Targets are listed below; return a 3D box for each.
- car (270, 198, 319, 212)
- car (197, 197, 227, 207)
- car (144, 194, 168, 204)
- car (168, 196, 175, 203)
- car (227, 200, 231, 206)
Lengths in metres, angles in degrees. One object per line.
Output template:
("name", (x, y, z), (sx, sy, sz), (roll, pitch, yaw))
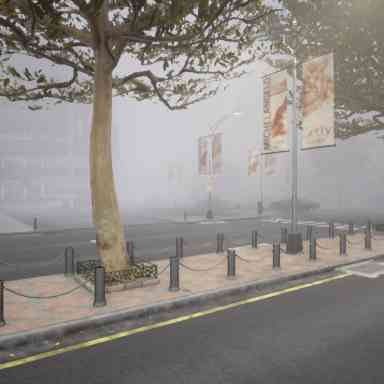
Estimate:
("car", (11.743, 1.548, 39.349), (2.033, 1.411, 5.357), (0, 0, -35))
("car", (2.849, 1.601, 51.871), (1.895, 1.301, 4.718), (0, 0, -36))
("car", (-7.420, 1.351, 65.072), (4.553, 1.767, 2.097), (0, 0, 44))
("car", (-5.221, 1.526, 68.142), (1.812, 1.442, 4.674), (0, 0, -45))
("car", (4.466, 1.526, 55.621), (1.812, 1.442, 4.674), (0, 0, -36))
